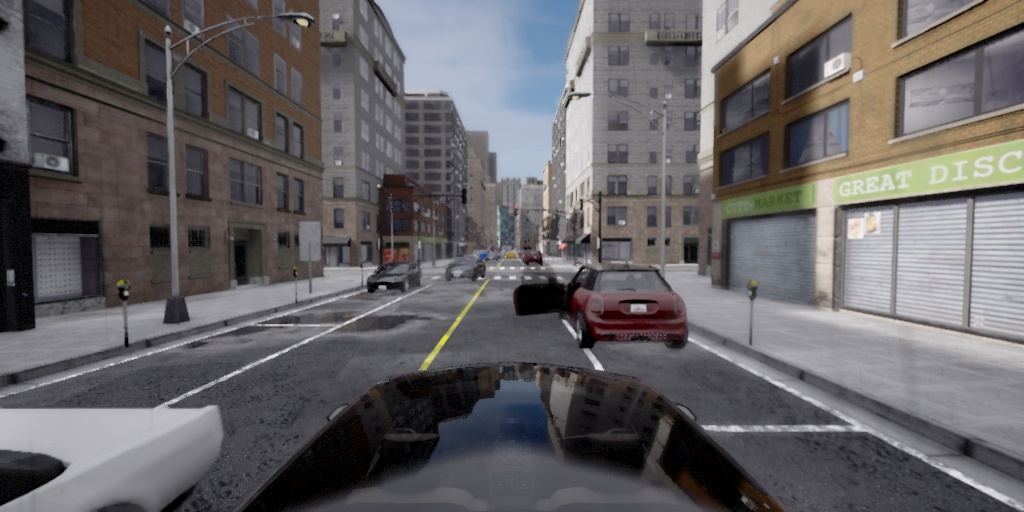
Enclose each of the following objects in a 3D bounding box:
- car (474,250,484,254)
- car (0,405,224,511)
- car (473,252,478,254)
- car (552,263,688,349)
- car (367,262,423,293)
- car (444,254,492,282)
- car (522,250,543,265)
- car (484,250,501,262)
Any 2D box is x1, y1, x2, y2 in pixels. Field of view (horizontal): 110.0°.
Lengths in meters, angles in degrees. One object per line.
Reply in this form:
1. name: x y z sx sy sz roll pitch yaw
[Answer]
1. car: -5.777 0.176 55.829 1.751 1.417 4.829 0 0 0
2. car: -3.096 1.378 0.428 1.895 1.301 4.718 0 1 0
3. car: -5.755 0.440 44.829 1.948 1.339 4.313 0 0 0
4. car: 2.375 0.951 8.865 2.097 1.767 4.553 0 1 0
5. car: -5.701 0.977 17.962 1.948 1.339 4.313 0 0 0
6. car: -2.893 0.804 22.993 2.128 1.511 4.902 0 1 6
7. car: 2.771 0.189 44.846 2.192 1.841 5.009 0 0 0
8. car: -3.176 0.110 57.630 2.128 1.511 4.902 0 1 0
